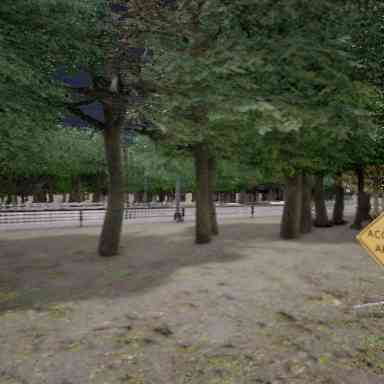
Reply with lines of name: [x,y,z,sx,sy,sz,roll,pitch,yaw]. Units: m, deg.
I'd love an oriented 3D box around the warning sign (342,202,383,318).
warning sign: [3.550,1.140,5.836,1.060,1.860,1.300,0,1,-35]
